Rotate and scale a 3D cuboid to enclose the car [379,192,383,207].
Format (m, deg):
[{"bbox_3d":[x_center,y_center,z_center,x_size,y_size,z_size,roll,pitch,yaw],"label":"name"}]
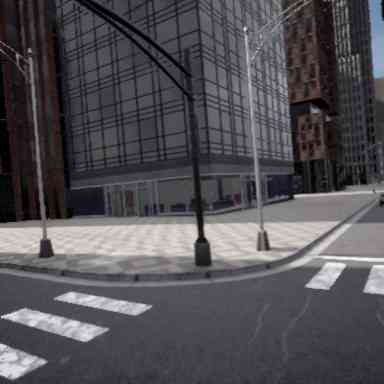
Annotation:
[{"bbox_3d":[16.690,0.406,27.555,1.994,1.385,4.181,-4,0,33],"label":"car"}]
